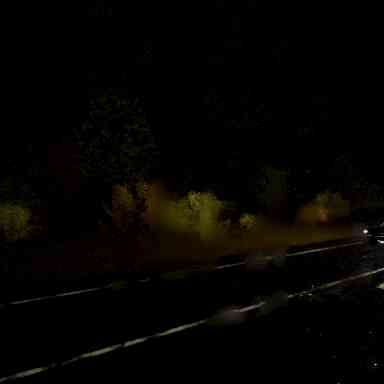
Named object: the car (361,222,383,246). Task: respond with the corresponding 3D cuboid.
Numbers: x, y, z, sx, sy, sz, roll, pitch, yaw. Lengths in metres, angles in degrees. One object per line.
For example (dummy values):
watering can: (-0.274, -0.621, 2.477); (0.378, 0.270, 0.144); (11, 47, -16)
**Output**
car: (9.825, 1.812, 15.393); (4.718, 1.301, 1.895); (0, -2, -36)
